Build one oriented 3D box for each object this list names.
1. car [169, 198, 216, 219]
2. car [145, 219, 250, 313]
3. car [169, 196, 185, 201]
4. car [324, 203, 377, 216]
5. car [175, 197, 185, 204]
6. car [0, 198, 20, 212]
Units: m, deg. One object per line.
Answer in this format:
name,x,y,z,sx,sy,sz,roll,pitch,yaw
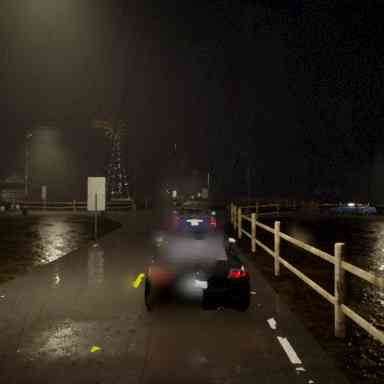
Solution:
car,0.122,1.380,16.392,2.097,1.767,4.553,0,0,0
car,0.110,1.573,7.749,1.994,1.385,4.181,0,0,0
car,-2.754,1.681,55.471,2.128,1.511,4.902,0,0,0
car,17.908,1.950,37.662,5.357,1.411,2.033,1,-2,0
car,-2.628,1.879,75.225,1.994,1.385,4.181,0,0,0
car,-20.255,1.292,34.093,4.892,1.490,1.837,1,-2,0
